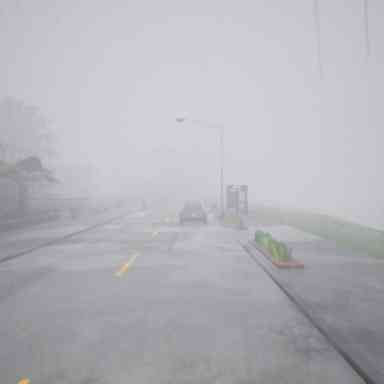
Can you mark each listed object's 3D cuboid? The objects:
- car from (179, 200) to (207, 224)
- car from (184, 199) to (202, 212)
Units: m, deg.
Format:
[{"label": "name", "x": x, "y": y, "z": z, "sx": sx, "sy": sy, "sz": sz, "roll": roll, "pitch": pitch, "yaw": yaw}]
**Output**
[{"label": "car", "x": 0.099, "y": 1.535, "z": 24.462, "sx": 1.994, "sy": 1.385, "sz": 4.181, "roll": 0, "pitch": 0, "yaw": 0}, {"label": "car", "x": 0.103, "y": 1.556, "z": 38.296, "sx": 1.895, "sy": 1.301, "sz": 4.718, "roll": 0, "pitch": 0, "yaw": 0}]
